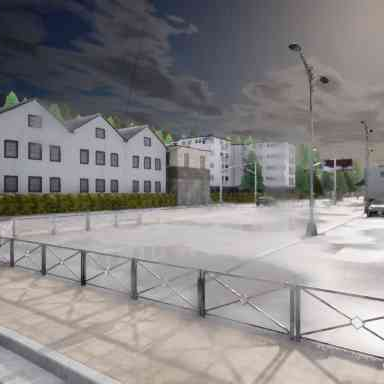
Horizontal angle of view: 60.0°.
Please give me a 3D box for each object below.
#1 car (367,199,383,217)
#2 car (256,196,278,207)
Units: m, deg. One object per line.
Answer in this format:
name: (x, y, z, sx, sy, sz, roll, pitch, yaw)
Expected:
car: (15.390, 1.298, 26.833, 2.007, 1.523, 4.514, 0, 0, 35)
car: (10.641, 1.313, 47.153, 1.837, 1.490, 4.892, 0, 0, 32)
